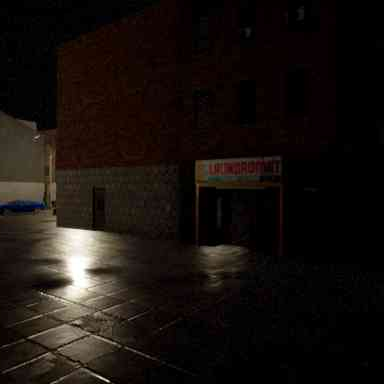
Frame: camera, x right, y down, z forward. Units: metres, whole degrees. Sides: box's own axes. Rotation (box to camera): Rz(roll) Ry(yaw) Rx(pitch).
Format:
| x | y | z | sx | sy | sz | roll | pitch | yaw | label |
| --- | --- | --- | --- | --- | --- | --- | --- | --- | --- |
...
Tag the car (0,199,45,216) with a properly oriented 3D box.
| x | y | z | sx | sy | sz | roll | pitch | yaw | label |
| --- | --- | --- | --- | --- | --- | --- | --- | --- | --- |
| -17.617 | 1.501 | 33.926 | 1.882 | 1.535 | 5.008 | 0 | 0 | 36 | car |
